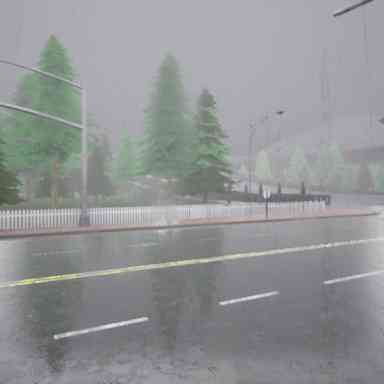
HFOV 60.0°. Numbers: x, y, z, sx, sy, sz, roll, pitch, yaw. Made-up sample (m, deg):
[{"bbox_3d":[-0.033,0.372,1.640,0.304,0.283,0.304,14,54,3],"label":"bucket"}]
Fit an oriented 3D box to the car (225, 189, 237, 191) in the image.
[{"bbox_3d":[7.849,-0.065,65.099,1.895,1.301,4.718,0,6,-30],"label":"car"}]
